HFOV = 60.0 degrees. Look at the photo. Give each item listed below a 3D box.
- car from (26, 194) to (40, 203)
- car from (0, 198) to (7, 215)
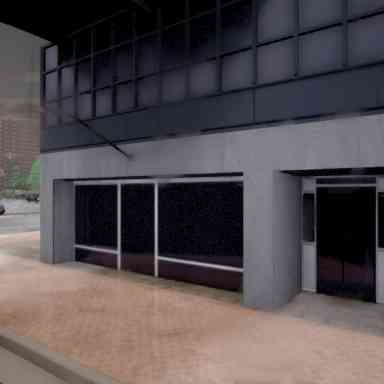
[{"bbox_3d":[-30.237,1.153,64.728,4.605,1.855,1.932,0,0,35],"label":"car"},{"bbox_3d":[-17.894,1.491,27.199,2.128,1.511,4.902,0,0,36],"label":"car"}]
